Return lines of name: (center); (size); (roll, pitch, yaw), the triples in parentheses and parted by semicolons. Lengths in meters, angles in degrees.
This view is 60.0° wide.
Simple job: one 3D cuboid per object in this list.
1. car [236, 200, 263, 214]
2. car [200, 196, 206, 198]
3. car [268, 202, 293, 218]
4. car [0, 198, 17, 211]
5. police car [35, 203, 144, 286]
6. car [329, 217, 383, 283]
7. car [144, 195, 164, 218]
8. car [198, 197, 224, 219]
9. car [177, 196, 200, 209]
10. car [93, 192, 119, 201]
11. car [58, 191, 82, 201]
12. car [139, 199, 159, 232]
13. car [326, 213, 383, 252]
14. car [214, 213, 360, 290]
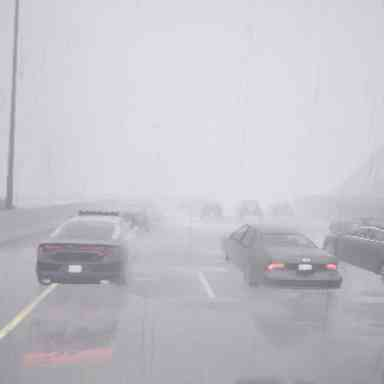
car: (5.360, 1.495, 31.397); (2.097, 1.767, 4.553); (2, 0, 3)
car: (1.804, 1.455, 56.300); (1.837, 1.490, 4.892); (2, 0, 14)
car: (9.067, 1.774, 34.192); (2.128, 1.511, 4.902); (2, 0, 5)
car: (-12.584, 1.025, 20.517); (1.994, 1.385, 4.181); (2, 0, -1)
police car: (-2.558, 1.305, 9.188); (1.930, 1.638, 5.238); (2, 0, -5)
car: (5.665, 1.693, 9.740); (2.128, 1.511, 4.902); (2, 0, -6)
car: (-3.170, 1.277, 24.792); (1.801, 1.575, 5.366); (2, 0, 1)
car: (1.710, 1.509, 29.125); (1.837, 1.490, 4.892); (2, 0, 2)
car: (-0.613, 1.446, 43.591); (1.994, 1.385, 4.181); (2, 0, 10)
car: (-13.175, 0.846, 52.582); (1.882, 1.535, 5.008); (2, 0, 11)
car: (-19.941, 0.577, 54.448); (1.882, 1.535, 5.008); (2, 0, 11)
car: (-3.139, 1.362, 18.773); (1.812, 1.442, 4.674); (2, 0, -2)
car: (8.660, 1.906, 16.458); (1.895, 1.301, 4.718); (2, 0, -3)
car: (2.136, 1.610, 9.478); (2.033, 1.411, 5.357); (2, 0, -5)
